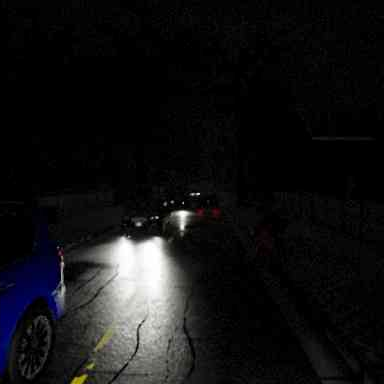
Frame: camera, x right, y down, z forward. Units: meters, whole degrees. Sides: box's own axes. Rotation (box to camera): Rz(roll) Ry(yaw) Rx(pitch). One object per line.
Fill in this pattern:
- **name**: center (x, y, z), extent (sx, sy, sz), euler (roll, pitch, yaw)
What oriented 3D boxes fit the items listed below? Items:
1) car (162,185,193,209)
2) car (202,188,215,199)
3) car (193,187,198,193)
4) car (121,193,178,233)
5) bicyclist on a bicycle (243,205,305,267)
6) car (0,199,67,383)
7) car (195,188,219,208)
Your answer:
- **car**: center (-1.451, 0.424, 30.570), extent (2.150, 2.045, 5.566), euler (0, 1, 4)
- **car**: center (2.470, 0.213, 51.268), extent (1.882, 1.535, 5.008), euler (0, 1, 3)
- **car**: center (0.822, -0.400, 76.469), extent (1.994, 1.385, 4.181), euler (0, 2, 3)
- **car**: center (-2.146, 1.047, 16.512), extent (2.128, 1.511, 4.902), euler (0, 1, 3)
- **bicyclist on a bicycle**: center (2.088, 1.134, 8.791), extent (1.656, 1.620, 0.582), euler (-9, 1, 3)
- **car**: center (-2.861, 1.145, 2.189), extent (2.150, 2.045, 5.566), euler (1, 2, 4)
- **car**: center (1.567, 0.652, 32.408), extent (1.882, 1.535, 5.008), euler (0, 1, 3)
